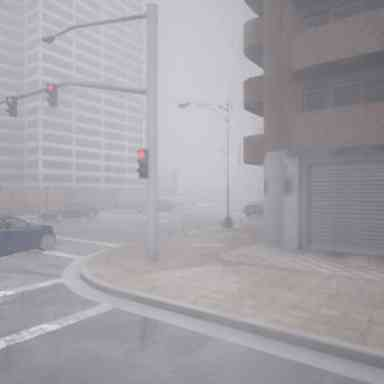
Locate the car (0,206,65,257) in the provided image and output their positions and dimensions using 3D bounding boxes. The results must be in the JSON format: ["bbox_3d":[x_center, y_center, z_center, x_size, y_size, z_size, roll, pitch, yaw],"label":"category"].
[{"bbox_3d":[-6.631,1.473,11.111,1.882,1.535,5.008,-1,0,11],"label":"car"}]

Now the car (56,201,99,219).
[{"bbox_3d":[-9.708,1.495,26.411,1.837,1.490,4.892,0,0,35],"label":"car"}]

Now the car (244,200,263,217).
[{"bbox_3d":[6.609,1.475,30.976,1.882,1.535,5.008,0,0,35],"label":"car"}]

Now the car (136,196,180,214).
[{"bbox_3d":[-3.728,1.497,34.863,1.837,1.490,4.892,0,0,35],"label":"car"}]
